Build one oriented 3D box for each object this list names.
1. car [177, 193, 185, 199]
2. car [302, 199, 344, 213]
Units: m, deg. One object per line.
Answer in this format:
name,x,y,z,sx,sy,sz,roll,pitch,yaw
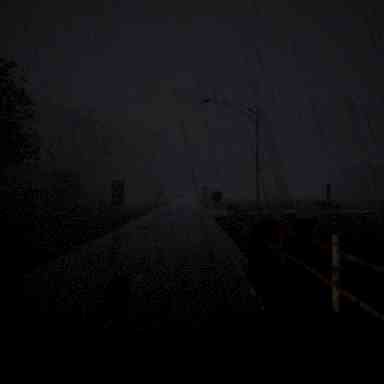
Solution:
car,-2.751,1.077,87.669,1.994,1.385,4.181,0,0,0
car,14.069,1.483,35.934,4.181,1.385,1.994,0,0,-1
